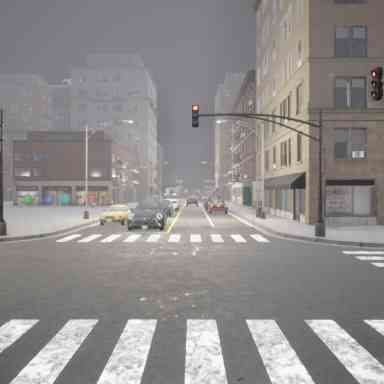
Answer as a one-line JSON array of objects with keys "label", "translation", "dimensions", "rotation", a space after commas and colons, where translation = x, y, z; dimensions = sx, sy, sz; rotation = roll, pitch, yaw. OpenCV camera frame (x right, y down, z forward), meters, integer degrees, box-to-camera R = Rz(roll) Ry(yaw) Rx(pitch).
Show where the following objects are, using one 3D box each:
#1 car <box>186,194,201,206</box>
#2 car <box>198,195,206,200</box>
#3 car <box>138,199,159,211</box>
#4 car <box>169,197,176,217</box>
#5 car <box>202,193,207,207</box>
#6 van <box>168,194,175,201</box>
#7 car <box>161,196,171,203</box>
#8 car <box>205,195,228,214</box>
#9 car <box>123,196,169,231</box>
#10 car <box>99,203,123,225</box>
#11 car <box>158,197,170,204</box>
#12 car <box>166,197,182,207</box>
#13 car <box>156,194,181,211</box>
[{"label": "car", "translation": [0.062, 1.508, 54.044], "dimensions": [1.837, 1.490, 4.892], "rotation": [0, 0, 0]}, {"label": "car", "translation": [2.742, 1.575, 92.042], "dimensions": [1.947, 1.339, 4.313], "rotation": [0, 0, 0]}, {"label": "car", "translation": [-5.342, 1.552, 41.095], "dimensions": [2.008, 1.369, 4.403], "rotation": [0, 0, 0]}, {"label": "car", "translation": [-2.804, 1.507, 31.528], "dimensions": [1.837, 1.490, 4.892], "rotation": [0, 0, 0]}, {"label": "car", "translation": [2.683, 1.317, 41.085], "dimensions": [2.192, 1.841, 5.009], "rotation": [0, 0, 0]}, {"label": "van", "translation": [-5.290, 1.349, 86.390], "dimensions": [1.690, 1.788, 3.998], "rotation": [0, 0, 0]}, {"label": "car", "translation": [-5.309, 1.530, 69.235], "dimensions": [1.752, 1.417, 4.829], "rotation": [0, 0, 0]}, {"label": "car", "translation": [2.677, 1.441, 35.423], "dimensions": [1.967, 1.590, 4.097], "rotation": [0, 0, 0]}, {"label": "car", "translation": [-2.685, 1.351, 20.469], "dimensions": [2.097, 1.767, 4.553], "rotation": [0, 0, -2]}, {"label": "car", "translation": [-5.361, 1.526, 23.939], "dimensions": [1.752, 1.417, 4.829], "rotation": [0, 0, 0]}, {"label": "car", "translation": [-5.316, 1.586, 63.743], "dimensions": [1.802, 1.307, 4.206], "rotation": [0, 0, 0]}, {"label": "car", "translation": [-2.747, 1.550, 51.846], "dimensions": [2.033, 1.411, 5.357], "rotation": [0, 0, 1]}, {"label": "car", "translation": [-2.760, 1.223, 41.427], "dimensions": [2.150, 2.045, 5.566], "rotation": [0, 0, 0]}]
